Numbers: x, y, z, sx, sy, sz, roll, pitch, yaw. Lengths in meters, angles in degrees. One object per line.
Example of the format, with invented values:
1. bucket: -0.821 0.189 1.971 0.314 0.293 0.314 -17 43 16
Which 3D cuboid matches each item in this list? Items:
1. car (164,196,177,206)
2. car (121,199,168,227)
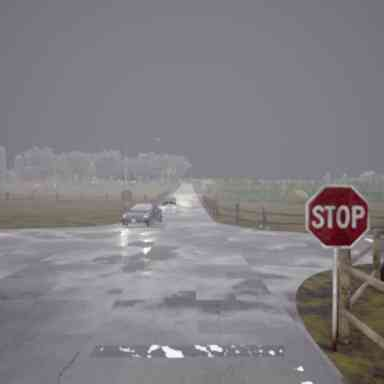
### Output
1. car: -3.158 1.227 47.574 2.033 1.411 5.357 0 1 0
2. car: -3.247 1.492 22.931 1.812 1.442 4.674 1 1 9
